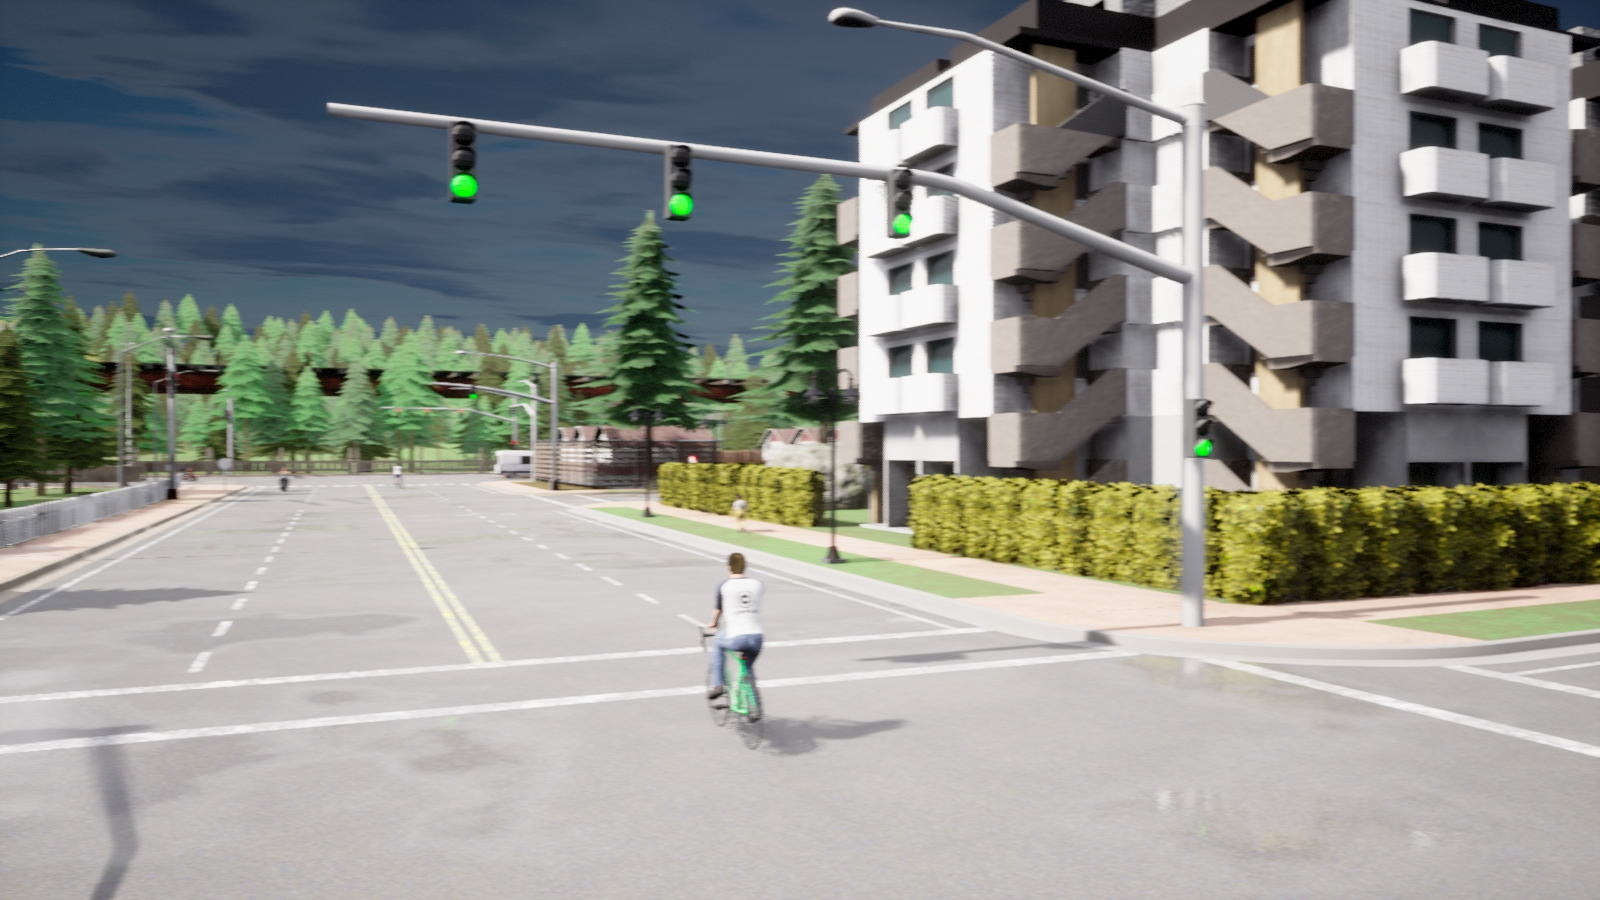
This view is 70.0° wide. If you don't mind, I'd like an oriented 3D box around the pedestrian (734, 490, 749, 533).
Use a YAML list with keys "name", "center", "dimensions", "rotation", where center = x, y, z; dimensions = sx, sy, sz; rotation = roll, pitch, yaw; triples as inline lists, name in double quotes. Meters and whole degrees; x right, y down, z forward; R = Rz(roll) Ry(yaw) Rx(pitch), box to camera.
- name: "pedestrian"
  center: [-1.837, 1.911, 35.677]
  dimensions: [0.375, 1.300, 0.375]
  rotation: [0, 0, -20]
